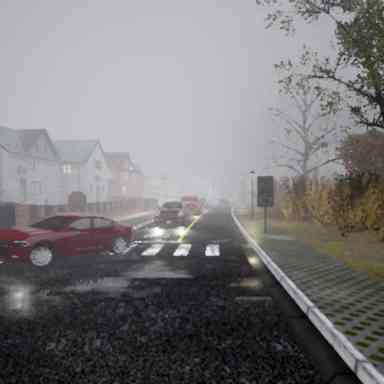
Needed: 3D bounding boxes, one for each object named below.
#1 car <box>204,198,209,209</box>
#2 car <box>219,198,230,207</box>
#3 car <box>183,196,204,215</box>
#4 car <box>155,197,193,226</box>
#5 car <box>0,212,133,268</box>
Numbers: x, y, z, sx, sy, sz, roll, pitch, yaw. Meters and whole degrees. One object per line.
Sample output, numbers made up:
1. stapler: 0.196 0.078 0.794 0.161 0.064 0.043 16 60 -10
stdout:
1. car: 1.441 1.703 50.952 2.097 1.767 4.553 0 -1 8
2. car: 6.239 1.954 63.630 1.882 1.535 5.008 0 -1 9
3. car: -0.244 1.436 37.146 2.150 2.045 5.566 0 -1 6
4. car: -1.393 1.464 24.642 2.097 1.767 4.553 0 0 5
5. car: -4.197 1.466 11.494 1.882 1.535 5.008 3 -1 33
